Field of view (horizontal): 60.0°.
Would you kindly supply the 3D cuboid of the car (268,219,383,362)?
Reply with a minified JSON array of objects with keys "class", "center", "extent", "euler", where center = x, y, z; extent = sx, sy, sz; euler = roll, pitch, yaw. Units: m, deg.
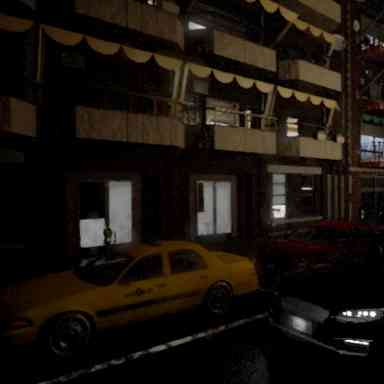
[{"class":"car","center":[3.411,1.467,5.812],"extent":[4.902,1.511,2.128],"euler":[0,0,-36]}]

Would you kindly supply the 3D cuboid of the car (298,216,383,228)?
[{"class":"car","center":[3.695,1.512,9.201],"extent":[4.507,1.381,1.887],"euler":[0,0,-36]}]

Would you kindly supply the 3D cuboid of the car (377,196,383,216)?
[{"class":"car","center":[14.512,0.576,20.659],"extent":[5.566,2.045,2.150],"euler":[-19,-1,11]}]

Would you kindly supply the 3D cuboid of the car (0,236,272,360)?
[{"class":"car","center":[-0.942,1.515,5.893],"extent":[4.829,1.417,1.752],"euler":[0,0,-36]}]
